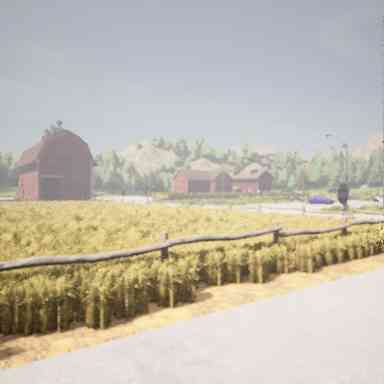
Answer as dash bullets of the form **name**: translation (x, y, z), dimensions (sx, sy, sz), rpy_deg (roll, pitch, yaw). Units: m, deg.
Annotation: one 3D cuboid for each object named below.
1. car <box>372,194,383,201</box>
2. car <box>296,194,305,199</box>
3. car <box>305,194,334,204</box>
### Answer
- **car**: translation (43.795, 1.402, 76.556), dimensions (1.905, 1.878, 3.866), rpy_deg (0, 0, -36)
- **car**: translation (27.748, 1.388, 81.247), dimensions (1.932, 1.855, 4.605), rpy_deg (0, 0, -36)
- **car**: translation (24.250, 1.545, 62.277), dimensions (2.242, 1.667, 4.611), rpy_deg (0, 0, -36)
